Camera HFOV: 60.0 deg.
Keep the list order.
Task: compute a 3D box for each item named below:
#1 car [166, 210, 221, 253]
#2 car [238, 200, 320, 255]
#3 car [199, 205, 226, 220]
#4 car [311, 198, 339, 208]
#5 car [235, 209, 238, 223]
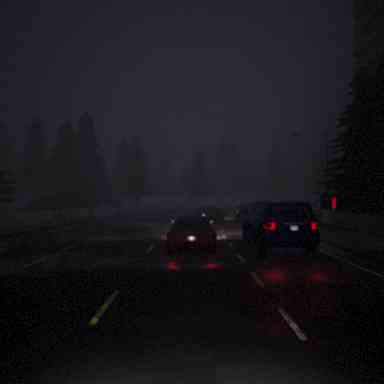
[{"bbox_3d":[0.009,1.698,14.269,1.994,1.385,4.181,0,0,1],"label":"car"},{"bbox_3d":[3.498,1.348,14.029,2.150,2.045,5.566,0,0,0],"label":"car"},{"bbox_3d":[1.584,1.832,28.691,1.994,1.385,4.181,0,-1,17],"label":"car"},{"bbox_3d":[24.510,1.919,61.310,4.553,1.767,2.097,0,0,-18],"label":"car"},{"bbox_3d":[4.869,1.606,27.508,2.097,1.767,4.553,0,-1,16],"label":"car"}]
